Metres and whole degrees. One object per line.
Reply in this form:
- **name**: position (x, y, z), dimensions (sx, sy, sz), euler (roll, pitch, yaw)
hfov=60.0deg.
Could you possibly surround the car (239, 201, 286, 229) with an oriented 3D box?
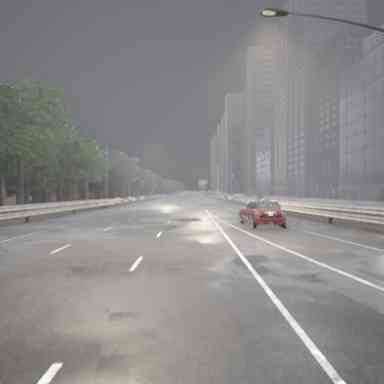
- **car**: position (4.522, 1.365, 22.046), dimensions (2.097, 1.767, 4.553), euler (0, 0, -5)
